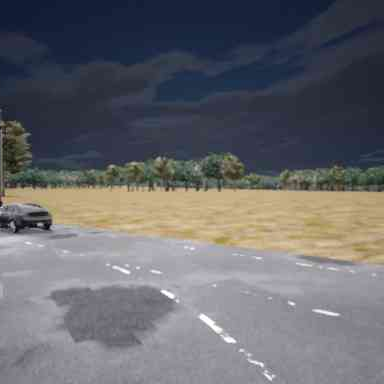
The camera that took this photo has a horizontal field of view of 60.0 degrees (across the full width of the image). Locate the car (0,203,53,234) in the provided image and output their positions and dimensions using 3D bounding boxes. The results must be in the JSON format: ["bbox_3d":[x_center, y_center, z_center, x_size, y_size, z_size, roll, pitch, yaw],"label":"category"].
[{"bbox_3d":[-9.494,1.373,18.296,4.892,1.490,1.837,0,0,40],"label":"car"}]
